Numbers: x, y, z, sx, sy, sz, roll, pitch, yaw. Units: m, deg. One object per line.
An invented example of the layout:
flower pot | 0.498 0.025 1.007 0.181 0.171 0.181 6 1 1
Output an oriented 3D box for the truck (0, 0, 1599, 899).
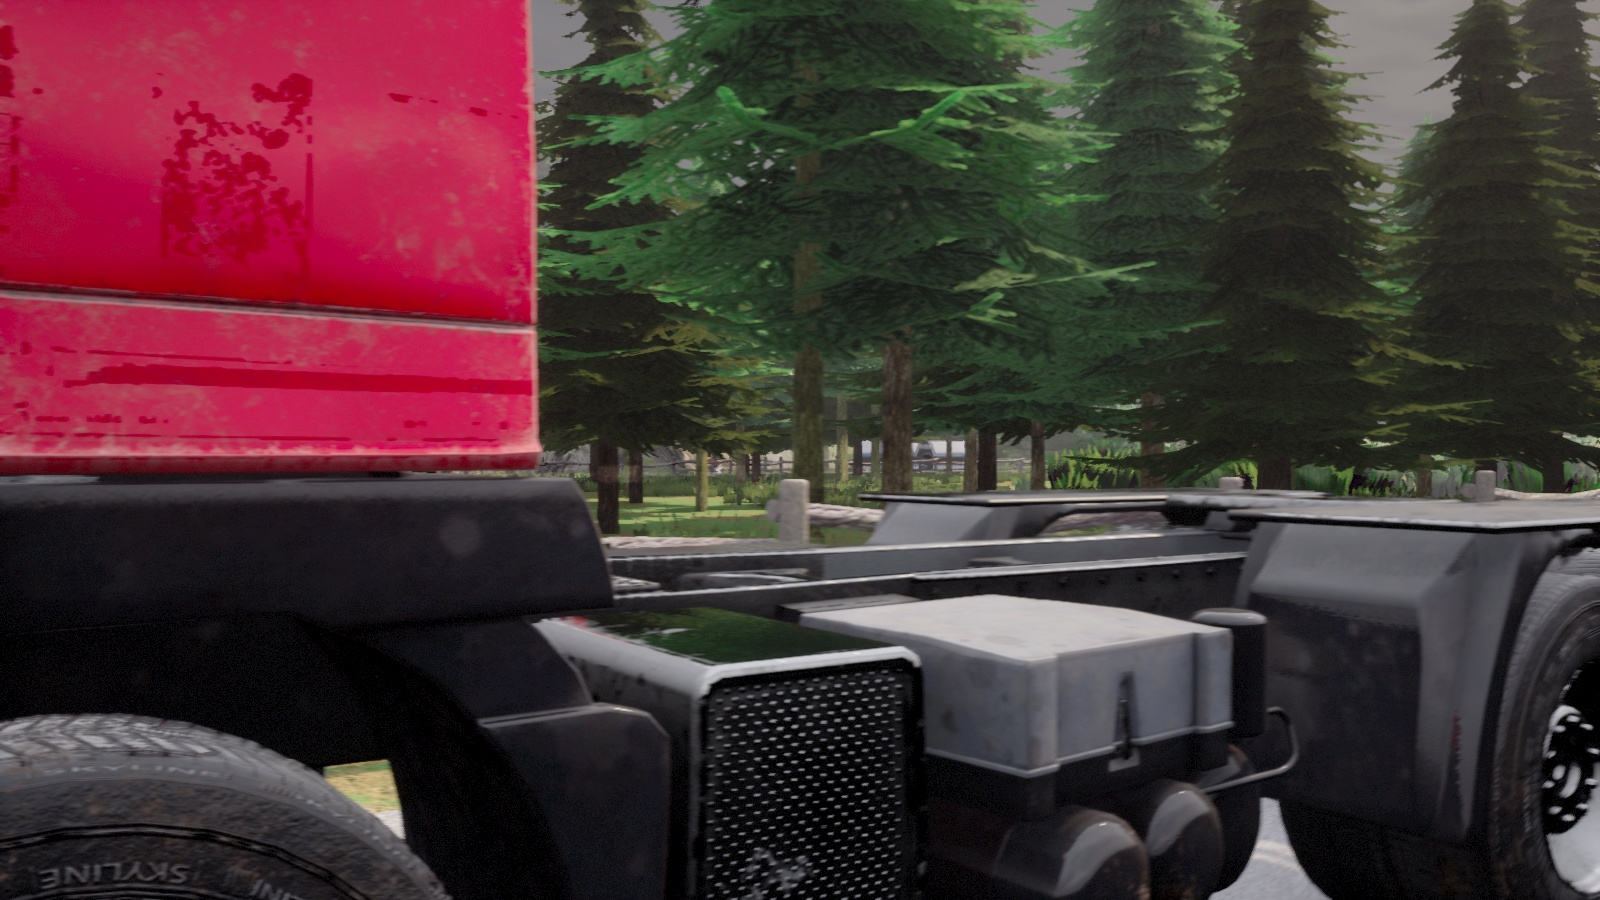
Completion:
truck | 0.229 -0.226 3.819 7.936 3.462 2.891 0 0 -35

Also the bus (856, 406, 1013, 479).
bus | 8.522 -0.431 78.627 10.273 4.253 3.944 0 0 -42
